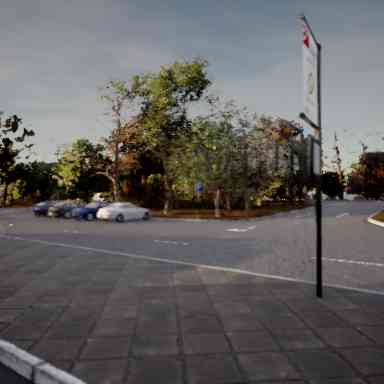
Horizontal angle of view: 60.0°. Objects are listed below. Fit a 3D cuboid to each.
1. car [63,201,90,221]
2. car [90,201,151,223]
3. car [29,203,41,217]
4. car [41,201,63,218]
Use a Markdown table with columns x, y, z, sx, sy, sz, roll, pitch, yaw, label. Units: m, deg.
| x | y | z | sx | sy | sz | roll | pitch | yaw | label |
| --- | --- | --- | --- | --- | --- | --- | --- | --- | --- |
| -7.880 | 1.544 | 28.206 | 2.097 | 1.535 | 5.008 | 0 | 0 | 36 | car |
| -5.325 | 1.573 | 26.366 | 2.002 | 1.452 | 4.674 | 0 | 0 | 36 | car |
| -13.209 | 1.609 | 32.013 | 2.002 | 1.452 | 4.674 | 0 | 0 | 36 | car |
| -10.548 | 1.557 | 30.103 | 2.231 | 1.521 | 4.892 | 0 | 0 | 36 | car |
